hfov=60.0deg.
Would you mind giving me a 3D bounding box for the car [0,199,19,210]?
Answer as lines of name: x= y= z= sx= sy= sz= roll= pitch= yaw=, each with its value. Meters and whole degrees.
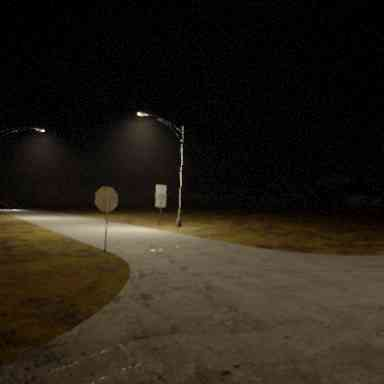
car: x=-25.031 y=1.650 z=45.461 sx=1.994 sy=1.385 sz=4.181 roll=4 pitch=-2 yaw=-36
